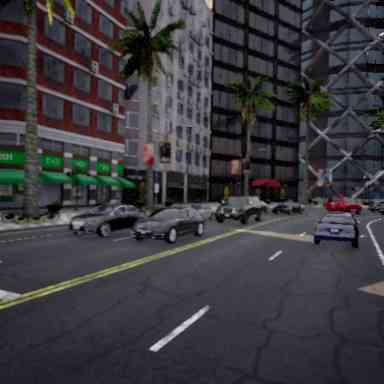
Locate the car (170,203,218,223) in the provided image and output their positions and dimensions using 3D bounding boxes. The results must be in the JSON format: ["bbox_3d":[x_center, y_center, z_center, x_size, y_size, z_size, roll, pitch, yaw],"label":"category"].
[{"bbox_3d":[0.285,1.572,26.440,1.895,1.301,4.718,1,0,27],"label":"car"}]

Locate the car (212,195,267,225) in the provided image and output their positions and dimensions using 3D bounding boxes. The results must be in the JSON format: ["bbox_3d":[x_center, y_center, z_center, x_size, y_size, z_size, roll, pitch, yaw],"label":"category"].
[{"bbox_3d":[3.714,1.271,25.481,2.150,2.045,5.566,1,1,28],"label":"car"}]

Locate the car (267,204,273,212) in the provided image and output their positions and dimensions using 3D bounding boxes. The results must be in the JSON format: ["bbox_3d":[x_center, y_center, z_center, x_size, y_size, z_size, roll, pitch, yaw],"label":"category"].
[{"bbox_3d":[7.030,1.640,37.494,1.812,1.442,4.674,1,0,38],"label":"car"}]

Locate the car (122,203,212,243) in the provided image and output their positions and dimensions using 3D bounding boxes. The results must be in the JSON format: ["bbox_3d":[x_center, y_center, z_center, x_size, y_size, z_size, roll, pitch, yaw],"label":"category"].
[{"bbox_3d":[-0.967,1.461,16.023,1.837,1.490,4.892,1,0,26],"label":"car"}]

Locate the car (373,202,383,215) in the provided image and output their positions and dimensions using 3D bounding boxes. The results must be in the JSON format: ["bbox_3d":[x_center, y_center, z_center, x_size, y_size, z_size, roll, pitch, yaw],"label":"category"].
[{"bbox_3d":[24.106,2.056,39.312,5.357,1.411,2.033,1,0,-36],"label":"car"}]

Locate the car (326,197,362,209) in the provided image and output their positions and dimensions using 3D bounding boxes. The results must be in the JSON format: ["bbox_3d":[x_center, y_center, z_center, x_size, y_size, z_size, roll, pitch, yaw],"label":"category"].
[{"bbox_3d":[17.655,1.581,38.633,5.566,2.045,2.150,1,0,-42],"label":"car"}]

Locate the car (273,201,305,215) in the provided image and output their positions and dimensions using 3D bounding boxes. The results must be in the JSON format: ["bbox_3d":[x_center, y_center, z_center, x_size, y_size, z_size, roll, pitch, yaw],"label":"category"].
[{"bbox_3d":[10.713,1.748,36.612,2.033,1.411,5.357,1,0,40],"label":"car"}]

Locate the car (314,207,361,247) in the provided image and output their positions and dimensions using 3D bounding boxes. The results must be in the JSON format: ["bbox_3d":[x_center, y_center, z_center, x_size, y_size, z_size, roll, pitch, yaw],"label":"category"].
[{"bbox_3d":[7.059,1.690,16.181,2.033,1.411,5.357,1,0,26],"label":"car"}]

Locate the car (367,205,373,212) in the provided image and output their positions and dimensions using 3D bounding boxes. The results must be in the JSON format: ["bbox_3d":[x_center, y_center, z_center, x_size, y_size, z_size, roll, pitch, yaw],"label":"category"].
[{"bbox_3d":[26.180,2.097,45.046,5.357,1.411,2.033,1,0,-26],"label":"car"}]

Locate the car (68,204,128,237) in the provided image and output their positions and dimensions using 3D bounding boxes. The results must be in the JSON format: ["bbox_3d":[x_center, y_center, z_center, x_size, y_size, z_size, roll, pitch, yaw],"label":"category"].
[{"bbox_3d":[-4.203,1.371,17.371,2.128,1.511,4.902,1,0,26],"label":"car"}]
